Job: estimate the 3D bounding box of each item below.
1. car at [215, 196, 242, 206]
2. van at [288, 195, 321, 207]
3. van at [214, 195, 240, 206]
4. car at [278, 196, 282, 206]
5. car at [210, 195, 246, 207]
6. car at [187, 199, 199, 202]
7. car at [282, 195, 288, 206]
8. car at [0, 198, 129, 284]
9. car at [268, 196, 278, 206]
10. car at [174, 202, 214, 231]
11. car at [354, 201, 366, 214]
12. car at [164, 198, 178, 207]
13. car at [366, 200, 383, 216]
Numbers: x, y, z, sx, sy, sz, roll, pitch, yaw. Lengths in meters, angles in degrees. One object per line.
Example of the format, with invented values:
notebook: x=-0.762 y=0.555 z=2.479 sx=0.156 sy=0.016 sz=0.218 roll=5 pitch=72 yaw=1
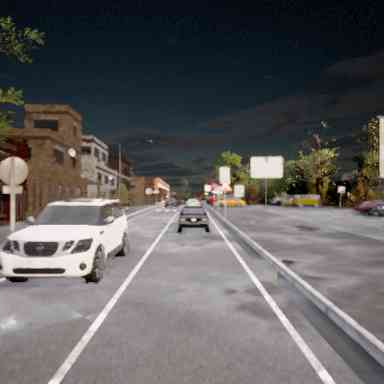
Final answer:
car: x=6.264 y=1.582 z=57.395 sx=4.553 sy=1.767 sz=2.185 roll=0 pitch=-1 yaw=0
van: x=18.413 y=1.422 z=53.933 sx=4.442 sy=1.987 sz=1.878 roll=0 pitch=-1 yaw=0
van: x=6.323 y=1.549 z=60.434 sx=4.442 sy=1.987 sz=1.878 roll=0 pitch=-1 yaw=0
car: x=18.670 y=1.750 z=59.385 sx=5.366 sy=1.575 sz=1.946 roll=0 pitch=-1 yaw=0
car: x=6.072 y=1.651 z=54.473 sx=5.366 sy=1.575 sz=1.946 roll=0 pitch=-1 yaw=0
car: x=0.087 y=1.566 z=40.017 sx=1.812 sy=1.442 sz=4.674 roll=0 pitch=0 yaw=0
car: x=18.692 y=1.696 z=56.725 sx=5.366 sy=1.575 sz=1.946 roll=0 pitch=-1 yaw=0
car: x=-3.354 y=1.234 z=10.009 sx=2.150 sy=2.045 sz=5.566 roll=0 pitch=0 yaw=0
car: x=18.408 y=1.640 z=65.105 sx=5.566 sy=2.045 sz=2.435 roll=0 pitch=-2 yaw=-1
car: x=0.092 y=1.573 z=20.652 sx=2.033 sy=1.411 sz=5.357 roll=0 pitch=0 yaw=0
car: x=18.674 y=1.526 z=33.136 sx=4.674 sy=1.452 sz=2.002 roll=0 pitch=0 yaw=0
car: x=-3.356 y=1.657 z=53.052 sx=1.837 sy=1.490 sz=4.892 roll=0 pitch=-1 yaw=0
car: x=18.746 y=1.356 z=29.967 sx=4.553 sy=1.767 sz=2.185 roll=0 pitch=0 yaw=0
